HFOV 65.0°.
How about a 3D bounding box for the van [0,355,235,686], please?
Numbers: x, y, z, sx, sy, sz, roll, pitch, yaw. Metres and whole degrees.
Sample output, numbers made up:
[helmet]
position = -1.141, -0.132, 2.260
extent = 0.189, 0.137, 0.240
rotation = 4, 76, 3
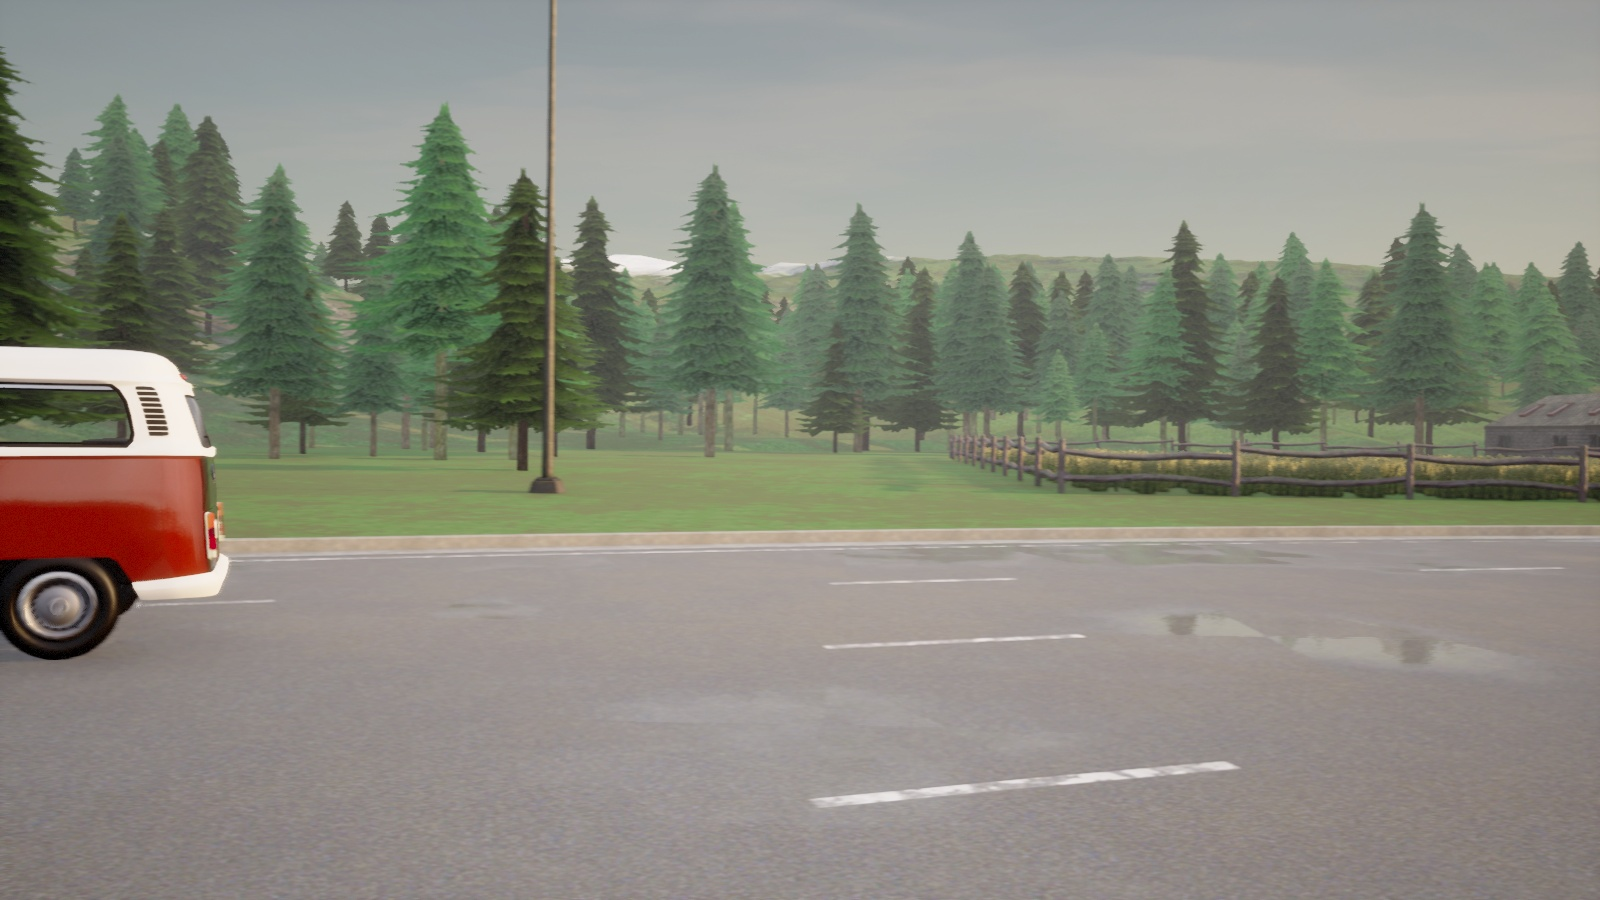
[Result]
[van]
position = -6.230, 0.439, 8.288
extent = 4.480, 2.038, 2.069
rotation = -1, 1, -23
